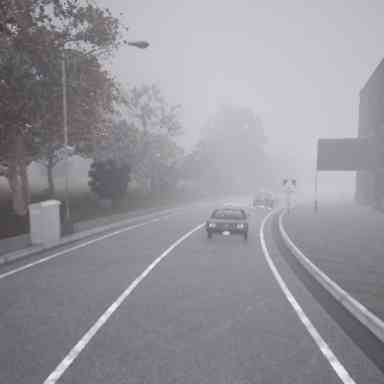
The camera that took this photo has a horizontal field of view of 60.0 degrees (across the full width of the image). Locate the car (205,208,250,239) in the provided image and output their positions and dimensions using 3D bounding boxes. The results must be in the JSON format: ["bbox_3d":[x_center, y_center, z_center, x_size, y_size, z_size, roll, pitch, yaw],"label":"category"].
[{"bbox_3d":[1.912,1.444,16.550,1.895,1.301,4.718,1,1,11],"label":"car"}]

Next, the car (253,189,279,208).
[{"bbox_3d":[8.107,0.726,35.970,2.097,1.767,4.553,3,3,24],"label":"car"}]

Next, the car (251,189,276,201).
[{"bbox_3d":[10.508,0.375,48.673,1.882,1.535,5.008,3,3,31],"label":"car"}]
